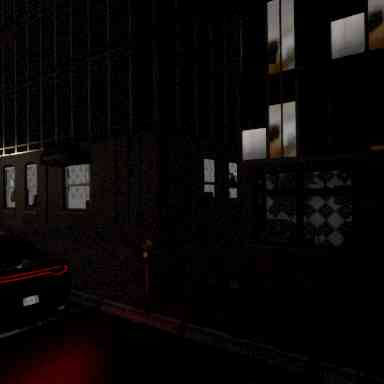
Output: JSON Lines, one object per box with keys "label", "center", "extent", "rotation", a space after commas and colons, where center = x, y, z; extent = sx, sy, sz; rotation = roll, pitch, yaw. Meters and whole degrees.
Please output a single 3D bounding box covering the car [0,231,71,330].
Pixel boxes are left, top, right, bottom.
{"label": "car", "center": [-4.431, 1.480, 6.453], "extent": [5.008, 1.535, 1.882], "rotation": [0, 0, 36]}
